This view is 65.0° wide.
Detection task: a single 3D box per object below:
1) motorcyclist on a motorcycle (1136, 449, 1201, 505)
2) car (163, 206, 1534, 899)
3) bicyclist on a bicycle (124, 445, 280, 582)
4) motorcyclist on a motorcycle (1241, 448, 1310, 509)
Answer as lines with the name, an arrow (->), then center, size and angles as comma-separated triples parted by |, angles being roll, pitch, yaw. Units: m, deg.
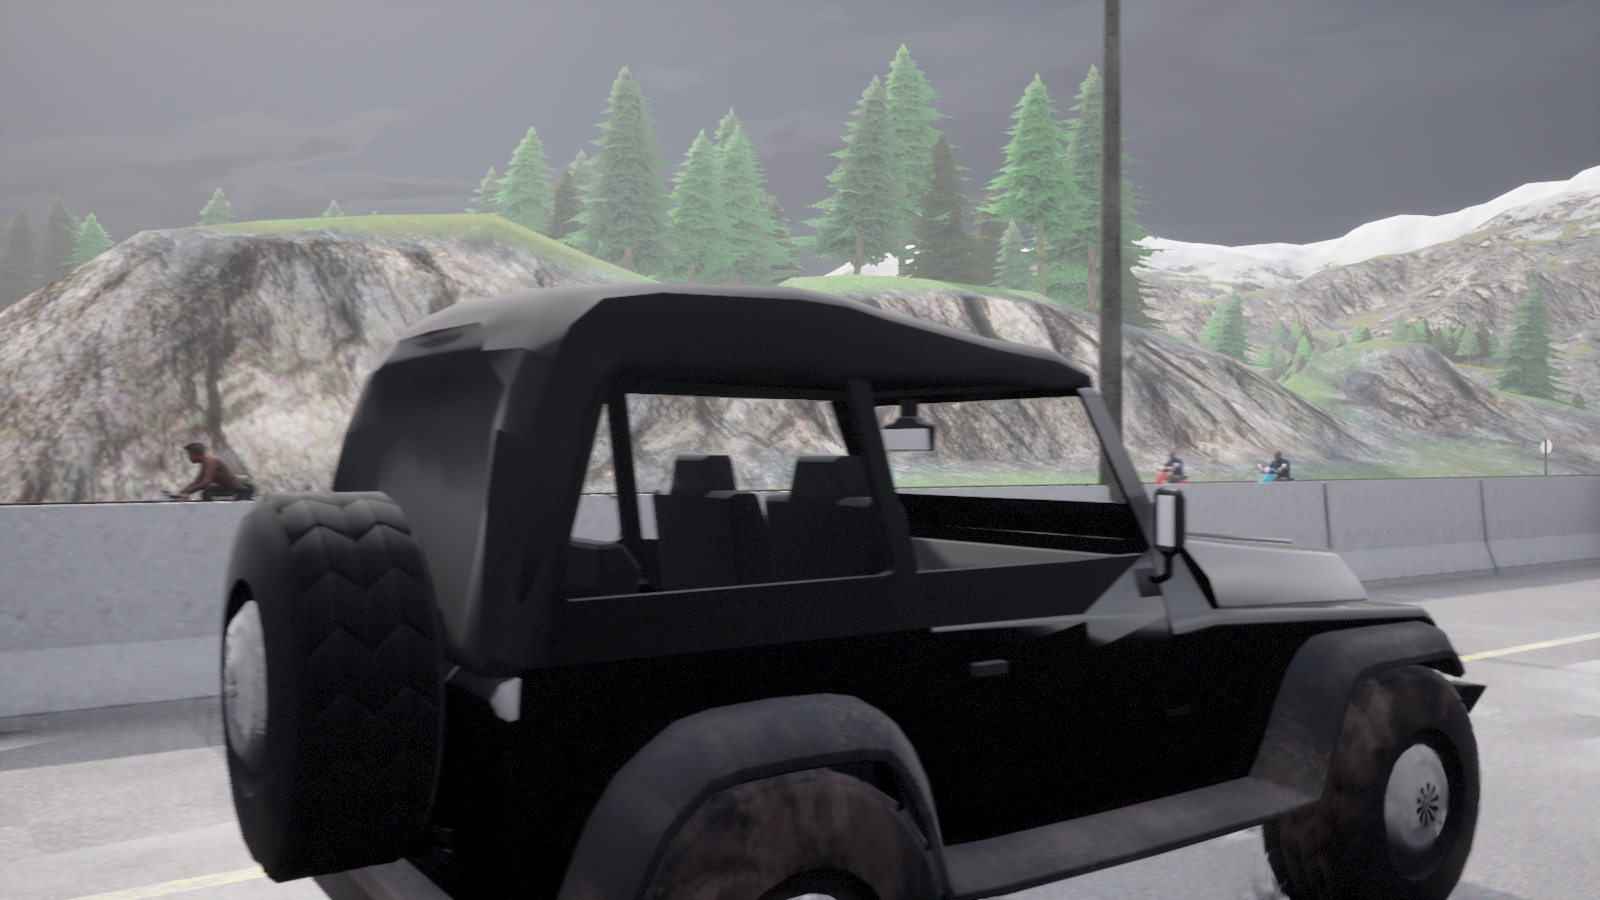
motorcyclist on a motorcycle -> 10.781, 0.765, 36.748 | 1.817, 1.590, 0.866 | 0, 0, -35
car -> 0.325, 0.550, 3.886 | 3.866, 1.878, 1.905 | 0, 0, -35
bicyclist on a bicycle -> -7.399, 0.751, 15.566 | 1.656, 1.620, 0.582 | 0, 0, -35
motorcyclist on a motorcycle -> 12.854, 0.754, 33.928 | 1.817, 1.590, 0.866 | 0, 0, -35
